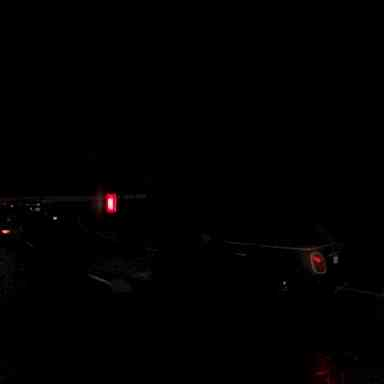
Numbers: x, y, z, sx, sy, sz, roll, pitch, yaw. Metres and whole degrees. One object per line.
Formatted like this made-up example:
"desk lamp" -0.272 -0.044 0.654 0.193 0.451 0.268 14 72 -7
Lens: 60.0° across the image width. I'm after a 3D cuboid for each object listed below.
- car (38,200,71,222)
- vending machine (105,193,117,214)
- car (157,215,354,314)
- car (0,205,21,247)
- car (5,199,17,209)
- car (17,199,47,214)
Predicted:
"car" -10.415 1.552 25.678 1.895 1.301 4.718 0 0 -19
"vending machine" -8.376 1.155 34.475 1.100 2.100 0.880 0 0 -6
"car" 1.242 1.357 7.966 4.553 1.767 2.097 0 0 41
"car" -8.722 1.507 14.055 2.033 1.411 5.357 0 0 -33
"car" -19.164 1.474 37.277 1.994 1.385 4.181 0 0 -2
"car" -15.592 1.417 34.044 2.128 1.511 4.902 0 0 -7
